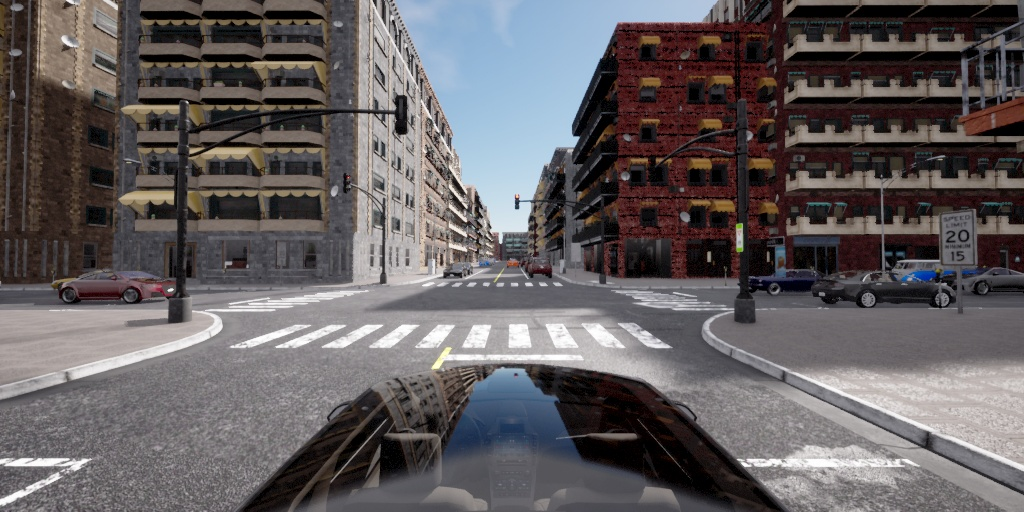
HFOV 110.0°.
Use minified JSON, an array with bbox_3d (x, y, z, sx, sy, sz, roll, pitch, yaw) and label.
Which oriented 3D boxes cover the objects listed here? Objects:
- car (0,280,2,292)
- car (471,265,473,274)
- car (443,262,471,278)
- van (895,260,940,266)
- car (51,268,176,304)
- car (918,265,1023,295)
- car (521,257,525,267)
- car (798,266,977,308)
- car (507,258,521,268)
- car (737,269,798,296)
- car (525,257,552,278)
[{"bbox_3d":[-26.678,1.027,16.012,5.566,2.045,2.150,0,-1,0],"label":"car"},{"bbox_3d":[-5.266,1.331,39.210,1.948,1.339,4.313,0,0,0],"label":"car"},{"bbox_3d":[-5.274,1.328,33.649,1.948,1.339,4.313,0,0,0],"label":"car"},{"bbox_3d":[24.928,1.115,21.214,3.998,1.789,1.690,0,0,0],"label":"van"},{"bbox_3d":[-17.189,1.339,15.970,4.181,1.385,1.994,0,-1,0],"label":"car"},{"bbox_3d":[24.579,1.287,18.766,4.181,1.385,1.994,0,-1,0],"label":"car"},{"bbox_3d":[2.622,1.086,44.807,2.192,1.841,5.009,0,0,0],"label":"car"},{"bbox_3d":[13.760,1.185,13.376,4.403,1.370,2.007,0,0,0],"label":"car"},{"bbox_3d":[0.177,1.176,63.717,2.097,1.767,4.553,0,0,0],"label":"car"},{"bbox_3d":[14.574,1.347,18.801,4.718,1.301,1.895,0,-1,-2],"label":"car"},{"bbox_3d":[2.608,1.077,33.684,2.192,1.841,5.009,0,0,0],"label":"car"}]
